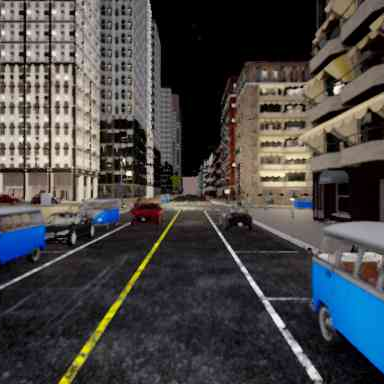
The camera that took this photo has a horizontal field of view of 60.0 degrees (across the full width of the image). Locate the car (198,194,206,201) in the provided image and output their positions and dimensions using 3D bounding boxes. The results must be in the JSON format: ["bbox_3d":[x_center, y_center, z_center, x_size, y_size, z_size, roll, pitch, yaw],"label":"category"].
[{"bbox_3d":[2.699,1.385,86.808,2.192,1.841,5.009,0,0,0],"label":"car"}]

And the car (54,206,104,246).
[{"bbox_3d":[-5.689,1.556,15.086,2.008,1.369,4.403,0,0,0],"label":"car"}]

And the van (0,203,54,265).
[{"bbox_3d":[-5.690,1.344,9.437,1.690,1.788,3.998,0,0,0],"label":"van"}]

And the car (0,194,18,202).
[{"bbox_3d":[-32.356,1.016,56.818,4.206,1.307,1.802,1,-1,0],"label":"car"}]

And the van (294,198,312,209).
[{"bbox_3d":[16.935,1.731,48.411,3.998,1.788,1.690,1,-1,0],"label":"van"}]

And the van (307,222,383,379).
[{"bbox_3d":[2.691,1.342,3.788,1.690,1.788,3.998,0,0,0],"label":"van"}]

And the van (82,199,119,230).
[{"bbox_3d":[-5.688,1.350,20.735,1.690,1.788,3.998,0,0,0],"label":"van"}]

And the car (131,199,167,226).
[{"bbox_3d":[-3.093,1.488,23.672,1.882,1.535,5.008,0,0,0],"label":"car"}]

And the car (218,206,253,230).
[{"bbox_3d":[2.692,1.559,20.733,2.008,1.369,4.403,0,0,0],"label":"car"}]

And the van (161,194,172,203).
[{"bbox_3d":[-5.683,1.391,70.155,1.690,1.788,3.998,0,0,0],"label":"van"}]

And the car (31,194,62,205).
[{"bbox_3d":[-21.126,1.096,48.465,4.097,1.590,1.967,1,-1,0],"label":"car"}]

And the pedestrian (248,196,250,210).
[{"bbox_3d":[7.140,1.330,41.814,0.375,1.860,0.375,0,0,0],"label":"pedestrian"}]

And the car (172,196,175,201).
[{"bbox_3d":[-5.681,1.603,92.188,1.752,1.417,4.829,0,0,0],"label":"car"}]

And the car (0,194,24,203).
[{"bbox_3d":[-26.703,1.131,48.450,4.206,1.307,1.802,1,-1,0],"label":"car"}]

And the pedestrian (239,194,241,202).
[{"bbox_3d":[6.141,1.166,43.014,0.375,1.860,0.375,0,0,0],"label":"pedestrian"}]

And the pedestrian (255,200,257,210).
[{"bbox_3d":[8.140,1.636,42.414,0.375,1.300,0.375,0,0,0],"label":"pedestrian"}]
